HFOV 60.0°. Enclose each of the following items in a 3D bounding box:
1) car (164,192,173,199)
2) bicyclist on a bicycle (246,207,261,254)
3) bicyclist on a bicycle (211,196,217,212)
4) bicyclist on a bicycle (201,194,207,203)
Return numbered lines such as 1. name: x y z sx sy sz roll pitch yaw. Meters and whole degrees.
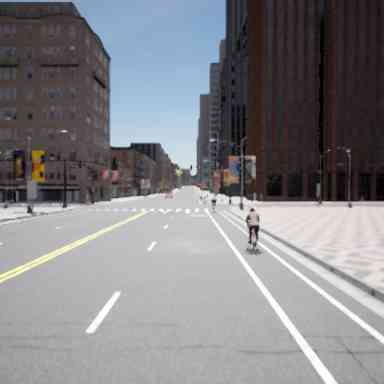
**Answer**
1. car: -6.494 0.916 93.026 2.150 2.045 5.566 0 0 0
2. bicyclist on a bicycle: 2.265 1.410 12.364 0.582 1.620 1.656 1 3 1
3. bicyclist on a bicycle: 2.270 1.262 34.381 0.659 1.776 1.843 1 3 1
4. bicyclist on a bicycle: 2.268 1.264 58.374 0.582 1.620 1.656 1 3 1
